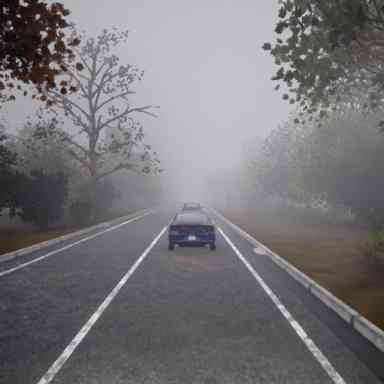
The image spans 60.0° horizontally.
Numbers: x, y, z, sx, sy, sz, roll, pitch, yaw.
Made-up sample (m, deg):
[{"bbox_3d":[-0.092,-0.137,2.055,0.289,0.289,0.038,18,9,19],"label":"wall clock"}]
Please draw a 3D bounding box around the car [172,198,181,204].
[{"bbox_3d":[-3.499,2.050,75.955,1.895,1.301,4.718,0,0,0],"label":"car"}]

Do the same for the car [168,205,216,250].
[{"bbox_3d":[0.000,1.561,14.656,1.882,1.535,5.008,0,0,0],"label":"car"}]

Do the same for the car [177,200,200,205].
[{"bbox_3d":[0.001,1.724,29.655,2.128,1.511,4.902,0,-1,0],"label":"car"}]
